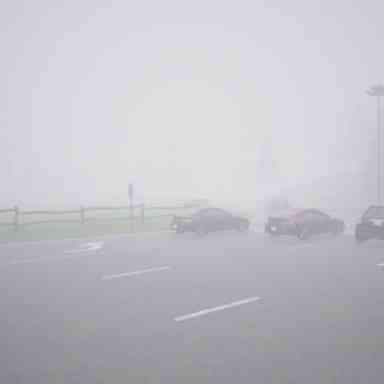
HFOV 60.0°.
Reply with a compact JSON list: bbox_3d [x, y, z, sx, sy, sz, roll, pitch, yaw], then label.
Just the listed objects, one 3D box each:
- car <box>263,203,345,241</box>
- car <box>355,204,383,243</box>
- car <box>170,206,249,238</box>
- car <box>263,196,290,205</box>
[{"bbox_3d":[5.557,1.472,16.314,4.674,1.442,1.812,0,0,-36],"label":"car"},{"bbox_3d":[9.188,1.291,14.595,4.553,1.767,2.097,0,0,-35],"label":"car"},{"bbox_3d":[0.990,1.484,17.557,4.674,1.442,1.812,0,0,-38],"label":"car"},{"bbox_3d":[8.691,1.249,34.252,2.097,1.767,4.553,0,0,2],"label":"car"}]
